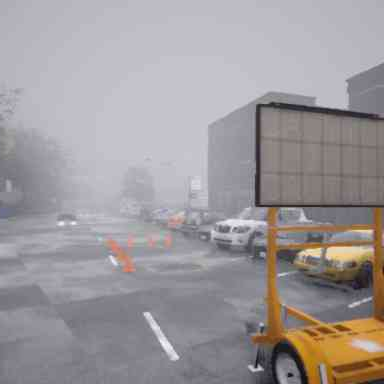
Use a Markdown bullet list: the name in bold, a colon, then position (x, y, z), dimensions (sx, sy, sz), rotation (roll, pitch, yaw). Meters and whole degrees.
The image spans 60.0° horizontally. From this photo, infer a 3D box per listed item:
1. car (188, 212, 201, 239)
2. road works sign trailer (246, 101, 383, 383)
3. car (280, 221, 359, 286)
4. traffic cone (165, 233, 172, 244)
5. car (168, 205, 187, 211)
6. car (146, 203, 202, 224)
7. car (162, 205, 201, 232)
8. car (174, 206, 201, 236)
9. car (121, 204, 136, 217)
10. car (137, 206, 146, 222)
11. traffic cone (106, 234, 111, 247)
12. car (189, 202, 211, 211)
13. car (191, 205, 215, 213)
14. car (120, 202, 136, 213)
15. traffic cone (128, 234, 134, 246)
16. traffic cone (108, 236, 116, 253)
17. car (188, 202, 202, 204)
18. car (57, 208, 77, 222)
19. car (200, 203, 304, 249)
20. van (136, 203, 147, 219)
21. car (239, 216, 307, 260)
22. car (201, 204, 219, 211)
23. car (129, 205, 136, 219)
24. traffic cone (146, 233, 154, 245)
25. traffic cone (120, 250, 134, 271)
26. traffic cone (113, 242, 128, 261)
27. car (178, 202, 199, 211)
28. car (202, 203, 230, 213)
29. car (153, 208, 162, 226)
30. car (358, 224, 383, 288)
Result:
- **car**: position (2.461, 2.068, 19.050), dimensions (4.792, 1.488, 2.163), rotation (3, -2, -39)
- **road works sign trailer**: position (1.841, 0.617, 4.781), dimensions (2.380, 3.560, 2.880), rotation (1, -2, -19)
- **car**: position (5.302, 1.815, 10.450), dimensions (5.366, 1.575, 1.946), rotation (3, -2, -39)
- **traffic cone**: position (-1.217, 2.435, 17.445), dimensions (0.340, 0.580, 0.340), rotation (1, -2, -19)
- **car**: position (-3.731, 3.926, 83.760), dimensions (2.163, 1.488, 4.792), rotation (2, -3, -41)
- **car**: position (-1.447, 2.211, 30.430), dimensions (4.553, 1.767, 2.185), rotation (3, -2, -39)
- **car**: position (0.476, 2.059, 24.730), dimensions (4.553, 1.767, 2.185), rotation (3, -3, -39)
- **car**: position (1.465, 1.986, 21.898), dimensions (4.553, 1.767, 2.185), rotation (3, -3, -39)
- **car**: position (-5.605, 2.628, 41.625), dimensions (5.366, 1.575, 1.946), rotation (3, -2, -39)
- **car**: position (-2.480, 2.411, 33.246), dimensions (5.008, 1.535, 2.097), rotation (3, -3, -39)
- **traffic cone**: position (-4.048, 2.385, 16.453), dimensions (0.340, 0.580, 0.340), rotation (1, -2, -19)
- **car**: position (1.970, 3.752, 85.897), dimensions (2.435, 2.045, 5.566), rotation (3, -3, -41)
- **car**: position (2.189, 3.500, 67.886), dimensions (2.163, 1.488, 4.792), rotation (1, -1, -41)
- **car**: position (-7.446, 2.539, 47.441), dimensions (5.566, 2.045, 2.435), rotation (3, -3, -39)
- **traffic cone**: position (-3.105, 2.401, 16.784), dimensions (0.340, 0.580, 0.340), rotation (1, -2, -19)
- **traffic cone**: position (-3.387, 2.336, 14.566), dimensions (0.340, 0.580, 0.340), rotation (1, -2, -19)
- **car**: position (-0.520, 3.167, 66.819), dimensions (2.435, 2.045, 5.566), rotation (2, -2, -41)
- **car**: position (-13.937, 2.505, 37.231), dimensions (2.033, 1.411, 5.357), rotation (1, -2, -19)
- **car**: position (3.453, 1.715, 16.227), dimensions (5.566, 2.045, 2.435), rotation (3, -2, -39)
- **van**: position (-3.375, 2.266, 36.164), dimensions (4.442, 1.987, 1.878), rotation (3, -3, -39)
- **car**: position (4.433, 1.925, 13.383), dimensions (4.792, 1.488, 2.163), rotation (3, -2, -39)
- **car**: position (4.753, 3.933, 87.007), dimensions (2.185, 1.767, 4.553), rotation (3, -3, -41)
- **car**: position (-4.458, 2.602, 38.910), dimensions (4.674, 1.452, 2.002), rotation (3, -2, -39)
- **traffic cone**: position (-2.161, 2.418, 17.114), dimensions (0.340, 0.580, 0.340), rotation (1, -2, -19)
- **traffic cone**: position (-2.063, 2.242, 10.793), dimensions (0.340, 0.580, 0.340), rotation (1, -2, -19)
- **traffic cone**: position (-2.725, 2.289, 12.679), dimensions (0.340, 0.580, 0.340), rotation (1, -2, -19)
- **car**: position (-0.904, 3.699, 84.848), dimensions (2.435, 2.045, 5.566), rotation (2, -3, -41)
- **car**: position (4.963, 3.272, 68.952), dimensions (2.435, 2.045, 5.566), rotation (1, -1, -41)
- **car**: position (-0.486, 2.301, 27.576), dimensions (4.674, 1.452, 2.002), rotation (3, -2, -39)
- **car**: position (6.432, 1.504, 7.719), dimensions (5.566, 2.045, 2.435), rotation (3, -2, -39)
